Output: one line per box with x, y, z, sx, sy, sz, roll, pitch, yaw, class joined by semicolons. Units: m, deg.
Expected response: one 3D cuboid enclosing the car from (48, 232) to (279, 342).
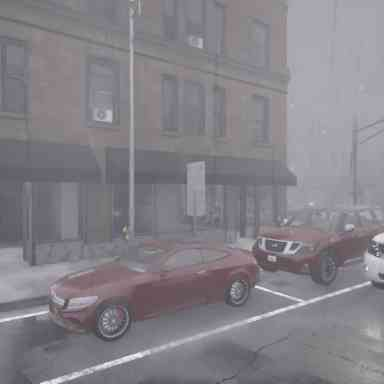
-0.491;1.582;6.414;4.206;1.307;1.802;0;0;-35;car

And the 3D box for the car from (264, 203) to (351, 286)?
4.008;1.315;9.618;5.009;1.841;2.192;0;0;-35;car

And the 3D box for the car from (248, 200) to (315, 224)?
6.813;1.486;25.884;1.882;1.535;5.008;0;0;-35;car

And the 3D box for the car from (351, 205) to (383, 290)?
6.383;1.221;7.924;5.566;2.045;2.150;0;0;-35;car
